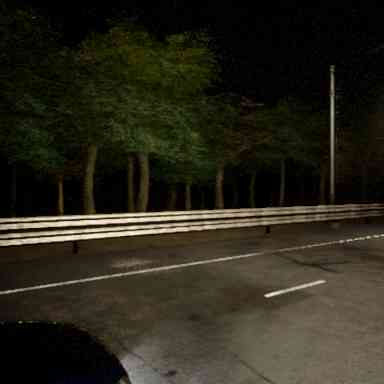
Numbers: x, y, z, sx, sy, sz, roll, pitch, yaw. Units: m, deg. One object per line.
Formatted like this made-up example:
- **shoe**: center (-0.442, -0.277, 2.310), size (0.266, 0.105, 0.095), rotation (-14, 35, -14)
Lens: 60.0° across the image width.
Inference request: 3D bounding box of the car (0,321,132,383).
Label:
- **car**: center (-2.409, 1.555, 2.042), size (4.181, 1.385, 1.994), rotation (0, 0, -36)
